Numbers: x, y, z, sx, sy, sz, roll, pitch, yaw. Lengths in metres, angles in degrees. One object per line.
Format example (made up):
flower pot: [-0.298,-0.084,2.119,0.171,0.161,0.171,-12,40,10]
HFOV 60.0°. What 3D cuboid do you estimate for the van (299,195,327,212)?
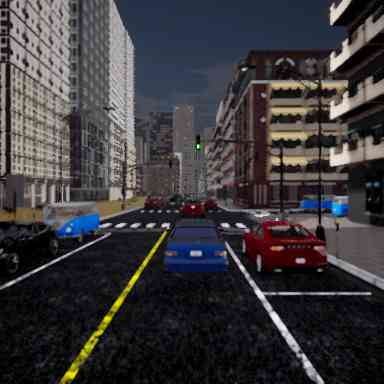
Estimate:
van: [13.698,1.213,35.932,3.998,1.788,1.690,-1,1,0]

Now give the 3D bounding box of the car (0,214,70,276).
car: [-5.698,1.593,10.458,1.947,1.339,4.313,0,0,0]

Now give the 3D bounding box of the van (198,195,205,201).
van: [2.658,1.658,92.593,1.690,1.788,3.998,0,0,0]

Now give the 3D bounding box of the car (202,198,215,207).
car: [2.670,1.709,53.899,1.887,1.381,4.507,0,0,0]

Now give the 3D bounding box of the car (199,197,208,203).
car: [2.663,1.813,76.010,1.947,1.339,4.313,0,0,0]

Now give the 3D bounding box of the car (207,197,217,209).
car: [2.671,1.690,48.372,1.887,1.381,4.507,0,0,0]

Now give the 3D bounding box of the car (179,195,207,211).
car: [0.091,1.444,32.553,2.097,1.767,4.553,0,0,0]

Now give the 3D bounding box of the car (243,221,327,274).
car: [2.682,1.572,10.459,1.887,1.381,4.507,0,0,0]

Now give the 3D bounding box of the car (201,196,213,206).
car: [2.668,1.623,59.428,1.967,1.590,4.097,0,0,0]

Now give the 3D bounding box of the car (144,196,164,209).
car: [-5.710,1.460,48.371,2.192,1.841,5.009,0,0,0]

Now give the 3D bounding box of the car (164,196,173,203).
car: [-5.718,1.795,81.366,1.752,1.417,4.829,0,0,0]

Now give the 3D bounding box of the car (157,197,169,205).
car: [-5.713,1.769,64.954,1.947,1.339,4.313,0,0,0]

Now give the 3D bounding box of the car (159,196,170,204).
car: [-5.716,1.665,70.482,1.967,1.590,4.097,0,0,0]

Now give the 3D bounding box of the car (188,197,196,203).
car: [-0.023,1.804,78.672,1.994,1.385,4.181,0,0,0]

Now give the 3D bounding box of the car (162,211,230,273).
car: [0.096,1.575,10.734,2.033,1.411,5.357,0,0,0]

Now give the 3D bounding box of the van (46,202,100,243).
van: [-5.700,1.383,15.981,1.690,1.788,3.998,0,0,0]

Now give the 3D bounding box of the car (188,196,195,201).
car: [-0.025,1.674,88.678,1.812,1.442,4.674,0,0,0]

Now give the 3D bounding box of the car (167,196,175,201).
car: [-5.721,1.861,92.591,1.887,1.381,4.507,0,0,0]

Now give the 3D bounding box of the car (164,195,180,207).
car: [-3.080,1.693,55.011,1.812,1.442,4.674,0,0,0]

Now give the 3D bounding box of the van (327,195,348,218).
van: [13.722,1.228,27.552,3.998,1.788,1.690,-1,1,0]
